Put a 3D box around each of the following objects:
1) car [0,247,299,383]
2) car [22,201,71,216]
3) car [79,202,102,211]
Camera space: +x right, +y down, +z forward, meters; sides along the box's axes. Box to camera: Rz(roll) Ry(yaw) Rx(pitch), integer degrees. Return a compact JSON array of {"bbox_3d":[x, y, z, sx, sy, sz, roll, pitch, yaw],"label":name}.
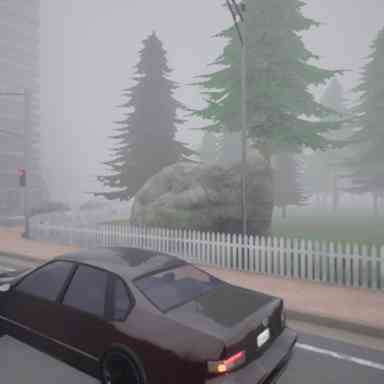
[{"bbox_3d":[-1.299,1.569,4.914,5.357,1.411,2.033,0,0,35],"label":"car"},{"bbox_3d":[-15.005,1.676,34.742,2.033,1.411,5.357,0,0,17],"label":"car"},{"bbox_3d":[-13.344,1.753,44.234,1.895,1.301,4.718,0,0,3],"label":"car"}]
